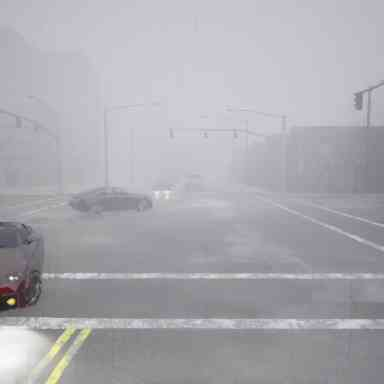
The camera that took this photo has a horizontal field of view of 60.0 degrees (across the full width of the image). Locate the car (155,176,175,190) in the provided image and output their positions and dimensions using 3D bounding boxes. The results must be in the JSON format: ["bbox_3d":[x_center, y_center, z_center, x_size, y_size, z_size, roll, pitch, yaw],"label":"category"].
[{"bbox_3d":[-3.540,-0.950,41.401,1.994,1.385,4.181,0,4,0],"label":"car"}]

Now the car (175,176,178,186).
[{"bbox_3d":[-3.522,-1.675,51.308,1.837,1.490,4.892,0,4,0],"label":"car"}]

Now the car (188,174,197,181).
[{"bbox_3d":[0.108,-3.333,76.677,1.994,1.385,4.181,0,4,0],"label":"car"}]

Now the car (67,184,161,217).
[{"bbox_3d":[-4.575,0.478,19.079,4.902,1.511,2.128,-3,5,-39],"label":"car"}]

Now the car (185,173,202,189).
[{"bbox_3d":[0.169,-1.575,45.588,2.150,2.045,5.566,0,4,0],"label":"car"}]

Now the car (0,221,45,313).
[{"bbox_3d":[-4.279,1.361,7.023,1.994,1.385,4.181,-1,4,-20],"label":"car"}]
